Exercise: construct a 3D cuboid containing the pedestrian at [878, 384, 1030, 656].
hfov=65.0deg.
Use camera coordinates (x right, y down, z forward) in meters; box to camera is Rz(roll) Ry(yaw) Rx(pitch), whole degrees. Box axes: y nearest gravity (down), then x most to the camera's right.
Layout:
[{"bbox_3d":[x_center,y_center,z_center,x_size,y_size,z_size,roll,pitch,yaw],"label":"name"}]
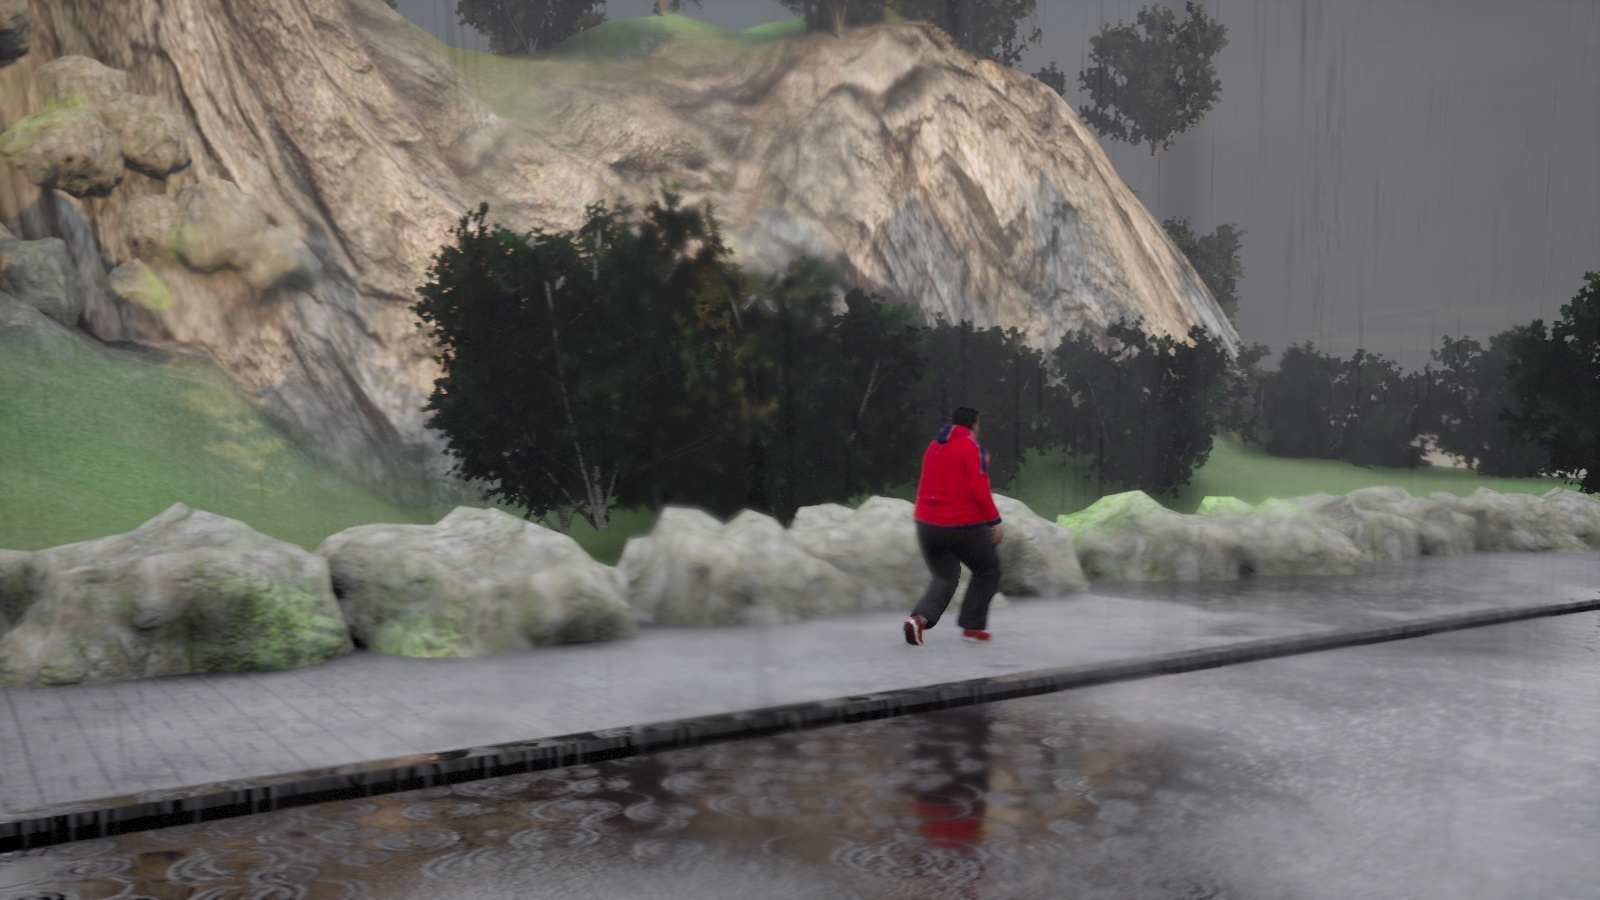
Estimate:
[{"bbox_3d":[1.108,0.475,9.023,0.899,1.844,0.634,0,0,-39],"label":"pedestrian"}]
